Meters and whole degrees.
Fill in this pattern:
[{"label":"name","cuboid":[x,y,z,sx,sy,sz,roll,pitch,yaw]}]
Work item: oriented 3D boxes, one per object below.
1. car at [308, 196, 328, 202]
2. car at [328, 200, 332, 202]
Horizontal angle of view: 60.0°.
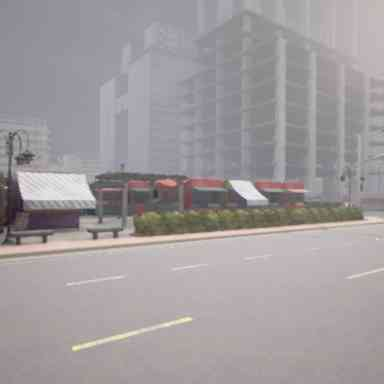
[{"label":"car","cuboid":[24.744,1.774,67.479,1.905,1.878,3.866,1,0,-36]},{"label":"car","cuboid":[27.136,1.806,69.190,1.905,1.878,3.866,1,0,-36]}]
